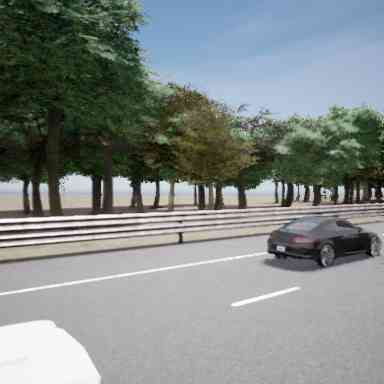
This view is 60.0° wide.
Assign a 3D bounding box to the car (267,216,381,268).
[{"bbox_3d":[4.535,1.530,11.281,4.674,1.442,1.812,0,0,-35],"label":"car"}]

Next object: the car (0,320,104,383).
[{"bbox_3d":[-2.812,1.601,1.741,4.718,1.301,1.895,0,0,-36],"label":"car"}]
